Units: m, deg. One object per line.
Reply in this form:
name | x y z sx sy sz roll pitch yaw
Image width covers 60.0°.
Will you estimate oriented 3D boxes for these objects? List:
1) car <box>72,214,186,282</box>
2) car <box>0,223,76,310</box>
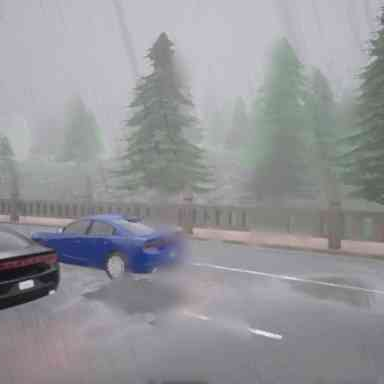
car | -2.556 1.384 9.546 5.008 1.535 1.882 1 0 31
car | -4.911 1.388 6.891 5.008 1.535 1.882 1 0 31
